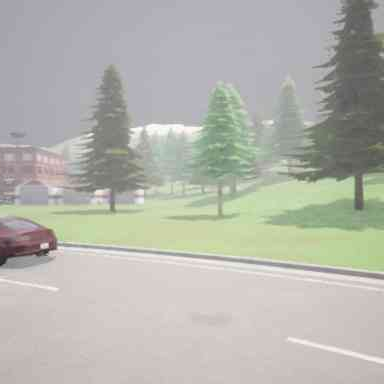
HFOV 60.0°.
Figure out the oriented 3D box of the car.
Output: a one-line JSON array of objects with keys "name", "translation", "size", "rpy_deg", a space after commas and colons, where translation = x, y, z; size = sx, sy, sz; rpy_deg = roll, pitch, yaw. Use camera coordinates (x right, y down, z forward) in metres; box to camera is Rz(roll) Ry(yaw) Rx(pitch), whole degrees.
[{"name": "car", "translation": [-6.687, 1.513, 11.183], "size": [4.674, 1.442, 1.812], "rpy_deg": [0, 0, 23]}]
